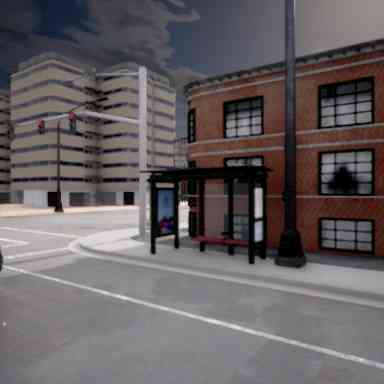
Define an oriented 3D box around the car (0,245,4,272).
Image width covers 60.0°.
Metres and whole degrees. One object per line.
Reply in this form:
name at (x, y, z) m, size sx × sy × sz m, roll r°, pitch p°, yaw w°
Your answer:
car at (-6.756, 1.533, 8.803) m, size 4.674 × 1.442 × 1.812 m, roll 0°, pitch 0°, yaw 36°
